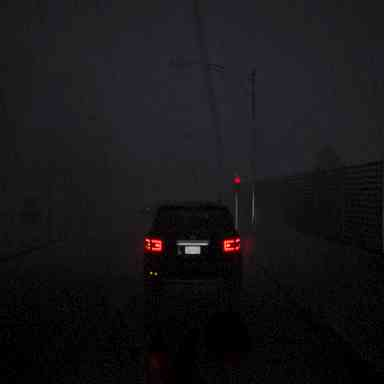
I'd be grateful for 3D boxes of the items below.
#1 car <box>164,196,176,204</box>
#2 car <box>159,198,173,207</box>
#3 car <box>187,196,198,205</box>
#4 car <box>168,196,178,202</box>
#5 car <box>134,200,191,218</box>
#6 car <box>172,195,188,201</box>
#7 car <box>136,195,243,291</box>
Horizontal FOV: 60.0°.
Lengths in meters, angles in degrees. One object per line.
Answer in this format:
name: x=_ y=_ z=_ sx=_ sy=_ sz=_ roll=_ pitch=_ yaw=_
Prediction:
car: x=-4.117 y=1.547 z=63.327 sx=2.033 sy=1.411 sz=5.357 roll=0 pitch=0 yaw=0
car: x=-4.147 y=1.601 z=53.565 sx=1.895 sy=1.301 sz=4.718 roll=0 pitch=0 yaw=0
car: x=0.038 y=1.477 z=61.684 sx=1.882 sy=1.535 sz=5.008 roll=0 pitch=0 yaw=0
car: x=-4.074 y=1.552 z=73.313 sx=1.994 sy=1.385 sz=4.181 roll=0 pitch=0 yaw=0
car: x=-2.699 y=1.547 z=31.666 sx=2.033 sy=1.411 sz=5.357 roll=0 pitch=0 yaw=44
car: x=-3.201 y=1.524 z=86.609 sx=1.812 sy=1.442 sz=4.674 roll=0 pitch=0 yaw=-40
car: x=0.034 y=1.221 z=9.132 sx=2.150 sy=2.045 sz=5.566 roll=0 pitch=0 yaw=0
